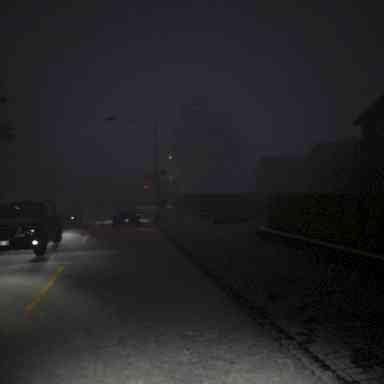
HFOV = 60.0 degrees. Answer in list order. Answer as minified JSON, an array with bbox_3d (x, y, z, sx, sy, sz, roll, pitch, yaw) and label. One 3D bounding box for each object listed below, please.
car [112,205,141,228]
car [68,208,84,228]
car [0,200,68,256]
[{"bbox_3d":[-4.631,1.617,23.376,1.812,1.442,4.674,-2,0,-12],"label":"car"},{"bbox_3d":[-8.990,1.815,23.830,1.895,1.301,4.718,-2,0,-12],"label":"car"},{"bbox_3d":[-6.946,1.395,14.007,2.150,2.045,5.566,-2,0,-12],"label":"car"}]
